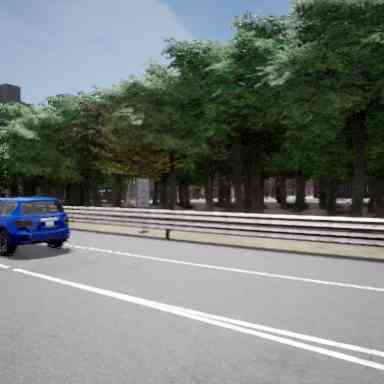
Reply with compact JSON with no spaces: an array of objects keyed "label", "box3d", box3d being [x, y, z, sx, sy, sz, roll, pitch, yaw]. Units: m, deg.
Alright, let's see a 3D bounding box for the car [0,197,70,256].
[{"label":"car","box3d":[-7.215,1.223,13.321,5.566,2.045,2.150,0,0,35]}]
